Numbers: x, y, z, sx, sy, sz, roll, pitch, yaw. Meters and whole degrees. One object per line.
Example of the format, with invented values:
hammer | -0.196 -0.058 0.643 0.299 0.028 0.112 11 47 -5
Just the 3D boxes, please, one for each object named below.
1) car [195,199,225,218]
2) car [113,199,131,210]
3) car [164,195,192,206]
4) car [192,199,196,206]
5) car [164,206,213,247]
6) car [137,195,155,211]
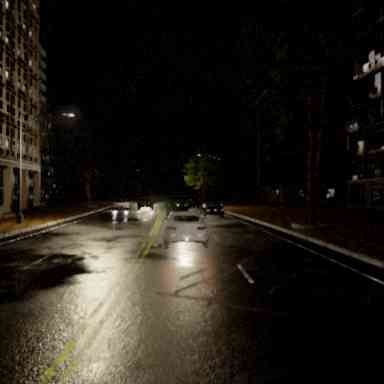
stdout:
car | 1.846 1.649 31.846 2.033 1.411 5.357 0 0 -5
car | -9.476 1.684 44.794 1.812 1.442 4.674 0 0 -6
car | -1.570 1.332 33.689 2.150 2.045 5.566 0 0 -5
car | 0.336 1.681 46.268 1.812 1.442 4.674 0 0 -7
car | -0.296 1.572 15.106 1.812 1.442 4.674 0 0 -2
car | -6.214 1.379 44.833 2.150 2.045 5.566 0 0 -6
